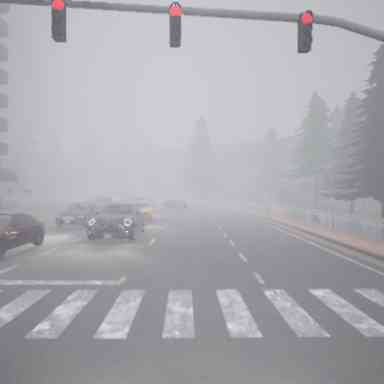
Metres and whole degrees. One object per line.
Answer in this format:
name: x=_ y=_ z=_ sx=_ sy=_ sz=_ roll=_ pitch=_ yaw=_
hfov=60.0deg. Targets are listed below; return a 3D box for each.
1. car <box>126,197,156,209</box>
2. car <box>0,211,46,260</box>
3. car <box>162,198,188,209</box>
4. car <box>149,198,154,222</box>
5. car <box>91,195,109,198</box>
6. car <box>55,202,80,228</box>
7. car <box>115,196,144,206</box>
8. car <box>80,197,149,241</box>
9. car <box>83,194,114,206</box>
car: x=-6.918 y=1.418 z=44.735 sx=1.837 sy=1.490 sz=4.892 roll=0 pitch=0 yaw=-39
car: x=-7.094 y=1.478 z=12.379 sx=1.812 sy=1.442 sz=4.674 roll=0 pitch=0 yaw=0
car: x=-2.314 y=1.494 z=43.617 sx=1.994 sy=1.385 sz=4.181 roll=0 pitch=0 yaw=-31
car: x=-3.944 y=1.425 z=25.673 sx=1.882 sy=1.535 sz=5.008 roll=0 pitch=0 yaw=-4
car: x=-8.249 y=1.277 z=31.451 sx=2.097 sy=1.767 sz=4.553 roll=0 pitch=0 yaw=-16
car: x=-7.229 y=1.432 z=21.649 sx=2.128 sy=1.511 sz=4.902 roll=0 pitch=0 yaw=-1
car: x=-9.823 y=1.419 z=52.504 sx=4.674 sy=1.442 sz=1.812 roll=0 pitch=0 yaw=37
car: x=-3.594 y=1.312 z=16.460 sx=2.097 sy=1.767 sz=4.553 roll=0 pitch=0 yaw=0
car: x=-14.579 y=1.229 z=51.625 sx=4.553 sy=1.767 sz=2.097 roll=0 pitch=0 yaw=32
